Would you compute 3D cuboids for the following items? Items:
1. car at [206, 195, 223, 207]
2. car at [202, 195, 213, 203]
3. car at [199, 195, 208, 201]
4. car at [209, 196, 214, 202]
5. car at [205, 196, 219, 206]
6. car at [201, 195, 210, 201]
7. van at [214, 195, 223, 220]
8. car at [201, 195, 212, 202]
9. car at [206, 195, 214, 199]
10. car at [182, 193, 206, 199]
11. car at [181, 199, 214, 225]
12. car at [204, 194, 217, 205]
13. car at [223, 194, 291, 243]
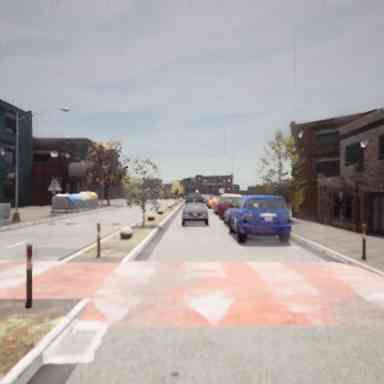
[{"bbox_3d":[3.220,1.284,49.037,2.185,1.767,4.553,0,0,0],"label":"car"},{"bbox_3d":[3.319,1.464,71.148,2.231,1.521,4.892,0,0,0],"label":"car"},{"bbox_3d":[3.042,1.584,87.760,2.097,1.535,5.008,0,-1,-2],"label":"car"},{"bbox_3d":[3.146,1.397,32.500,2.231,1.521,4.892,0,0,0],"label":"car"},{"bbox_3d":[3.245,1.463,54.713,2.002,1.452,4.674,0,0,0],"label":"car"},{"bbox_3d":[3.248,1.575,82.215,2.002,1.452,4.674,0,0,-1],"label":"car"},{"bbox_3d":[3.121,1.174,27.102,1.878,1.987,4.442,0,0,0],"label":"van"},{"bbox_3d":[3.336,1.490,76.668,2.231,1.521,4.892,0,0,0],"label":"car"},{"bbox_3d":[3.194,1.276,43.517,2.185,1.767,4.553,0,0,0],"label":"car"},{"bbox_3d":[0.279,1.140,40.710,2.150,2.045,5.566,0,0,0],"label":"car"},{"bbox_3d":[0.211,1.473,23.549,2.033,1.411,5.357,0,0,0],"label":"car"},{"bbox_3d":[3.270,1.309,60.207,2.185,1.767,4.553,0,0,0],"label":"car"},{"bbox_3d":[3.070,1.174,15.972,2.435,2.045,5.566,0,0,0],"label":"car"}]
